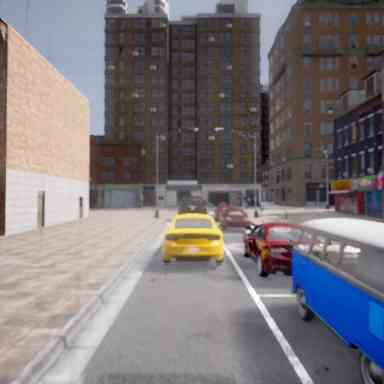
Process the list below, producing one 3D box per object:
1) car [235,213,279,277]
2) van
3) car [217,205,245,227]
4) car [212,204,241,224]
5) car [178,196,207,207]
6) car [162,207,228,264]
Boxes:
[{"bbox_3d":[2.650,1.584,10.172,1.887,1.381,4.507,1,0,0],"label":"car"},{"bbox_3d":[2.656,1.358,4.735,1.690,1.788,3.998,1,0,0],"label":"van"},{"bbox_3d":[2.646,1.676,21.048,1.802,1.307,4.206,1,0,0],"label":"car"},{"bbox_3d":[2.645,1.705,26.487,1.802,1.307,4.206,1,0,0],"label":"car"},{"bbox_3d":[0.045,1.344,26.824,2.150,2.045,5.566,0,-1,0],"label":"car"},{"bbox_3d":[0.047,1.526,12.014,1.882,1.535,5.008,0,0,0],"label":"car"}]
